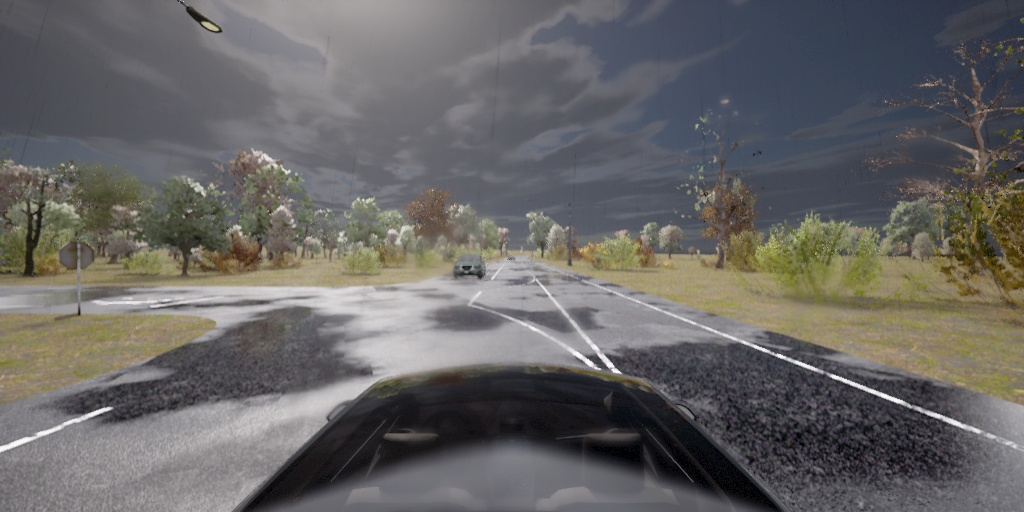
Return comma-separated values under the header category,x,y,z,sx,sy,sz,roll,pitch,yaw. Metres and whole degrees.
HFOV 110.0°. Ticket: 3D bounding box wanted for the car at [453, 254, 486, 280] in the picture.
category,x,y,z,sx,sy,sz,roll,pitch,yaw
car,-3.346,0.819,29.178,2.150,2.045,5.566,0,0,0
